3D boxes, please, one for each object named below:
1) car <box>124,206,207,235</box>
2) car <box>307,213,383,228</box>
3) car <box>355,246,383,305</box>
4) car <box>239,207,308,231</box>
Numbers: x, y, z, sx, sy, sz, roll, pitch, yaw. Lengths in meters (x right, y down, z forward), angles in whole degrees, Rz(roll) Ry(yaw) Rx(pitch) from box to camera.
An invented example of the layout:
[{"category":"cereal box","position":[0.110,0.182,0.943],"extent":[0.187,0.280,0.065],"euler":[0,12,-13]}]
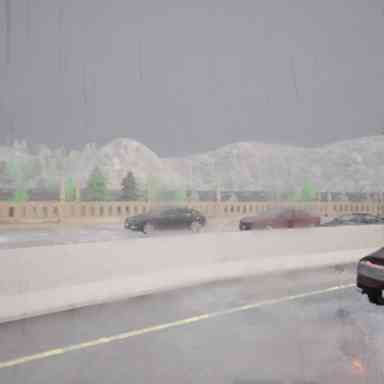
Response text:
[{"category":"car","position":[-1.440,1.580,19.260],"extent":[4.892,1.490,1.837],"euler":[1,0,-29]},{"category":"car","position":[8.106,1.749,16.350],"extent":[4.181,1.385,1.994],"euler":[1,0,-25]},{"category":"car","position":[5.502,1.596,6.913],"extent":[4.902,1.511,2.128],"euler":[1,0,-30]},{"category":"car","position":[4.990,1.634,18.730],"extent":[5.008,1.535,1.882],"euler":[1,0,-26]}]
